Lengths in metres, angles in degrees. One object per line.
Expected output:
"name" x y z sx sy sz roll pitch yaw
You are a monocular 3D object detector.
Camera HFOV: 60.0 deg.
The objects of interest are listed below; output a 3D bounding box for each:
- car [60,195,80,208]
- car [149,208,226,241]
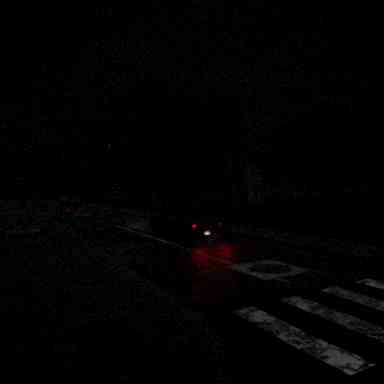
"car" -17.112 1.230 46.502 2.097 1.767 4.553 -2 1 -29
"car" -0.426 1.438 15.986 1.895 1.301 4.718 -2 1 -28
